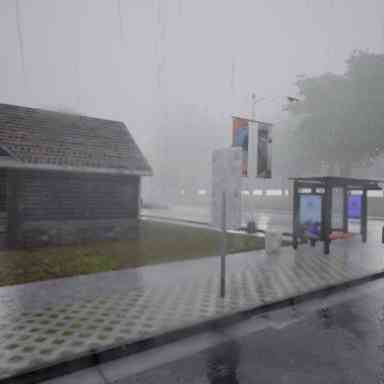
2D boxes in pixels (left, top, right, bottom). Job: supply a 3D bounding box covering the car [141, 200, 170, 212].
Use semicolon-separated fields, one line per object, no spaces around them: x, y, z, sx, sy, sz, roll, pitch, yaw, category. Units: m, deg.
-4.504;1.622;39.201;1.895;1.301;4.718;2;-1;-35;car
